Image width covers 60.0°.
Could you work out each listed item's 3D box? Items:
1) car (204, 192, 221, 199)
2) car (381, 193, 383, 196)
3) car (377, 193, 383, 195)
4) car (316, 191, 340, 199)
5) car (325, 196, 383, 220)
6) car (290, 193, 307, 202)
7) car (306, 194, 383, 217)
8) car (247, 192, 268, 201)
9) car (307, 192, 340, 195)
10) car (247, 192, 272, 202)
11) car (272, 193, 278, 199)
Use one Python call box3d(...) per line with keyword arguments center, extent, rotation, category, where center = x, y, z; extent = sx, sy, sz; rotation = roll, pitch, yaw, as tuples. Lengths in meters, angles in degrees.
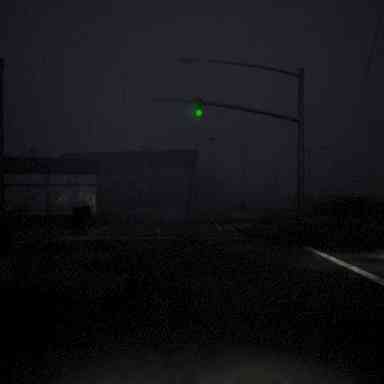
box3d(center=(5.435, 0.880, 88.222), extent=(4.553, 1.767, 2.097), rotation=(0, 0, -1), category="car")
box3d(center=(37.812, 1.024, 65.953), extent=(3.806, 1.475, 1.970), rotation=(0, 0, -1), category="car")
box3d(center=(20.305, 1.193, 40.015), extent=(3.633, 1.501, 1.845), rotation=(0, 0, -1), category="car")
box3d(center=(36.142, 0.744, 88.504), extent=(5.566, 2.045, 2.150), rotation=(0, 0, -1), category="car")
box3d(center=(12.862, 1.260, 24.943), extent=(4.514, 1.523, 2.007), rotation=(0, 0, -1), category="car")
box3d(center=(20.792, 0.899, 62.471), extent=(4.605, 1.855, 1.932), rotation=(0, 0, -1), category="car")
box3d(center=(12.773, 1.241, 28.079), extent=(5.027, 1.636, 2.152), rotation=(0, 0, -1), category="car")
box3d(center=(12.885, 0.867, 65.664), extent=(3.866, 1.878, 1.905), rotation=(0, 0, -1), category="car")
box3d(center=(20.228, 1.139, 50.008), extent=(4.514, 1.523, 2.007), rotation=(0, 0, -1), category="car")
box3d(center=(12.314, 1.162, 62.333), extent=(3.806, 1.475, 1.970), rotation=(0, 0, -1), category="car")
box3d(center=(20.391, 1.050, 88.360), extent=(4.674, 1.442, 1.812), rotation=(0, 0, -1), category="car")
